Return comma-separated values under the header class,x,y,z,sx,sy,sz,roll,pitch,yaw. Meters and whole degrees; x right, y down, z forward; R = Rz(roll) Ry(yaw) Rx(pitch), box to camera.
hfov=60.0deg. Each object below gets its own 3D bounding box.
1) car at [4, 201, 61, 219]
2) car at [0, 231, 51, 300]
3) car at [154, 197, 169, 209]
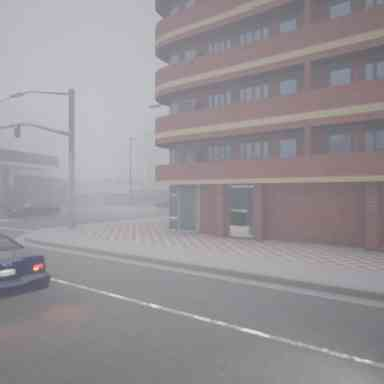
class,x,y,z,sx,sy,sz,roll,pitch,yaw
car,-13.786,1.509,29.027,1.812,1.442,4.674,0,0,34
car,-5.380,1.542,7.716,5.357,1.411,2.033,0,0,38
car,-3.007,1.461,44.897,1.882,1.535,5.008,0,0,34
